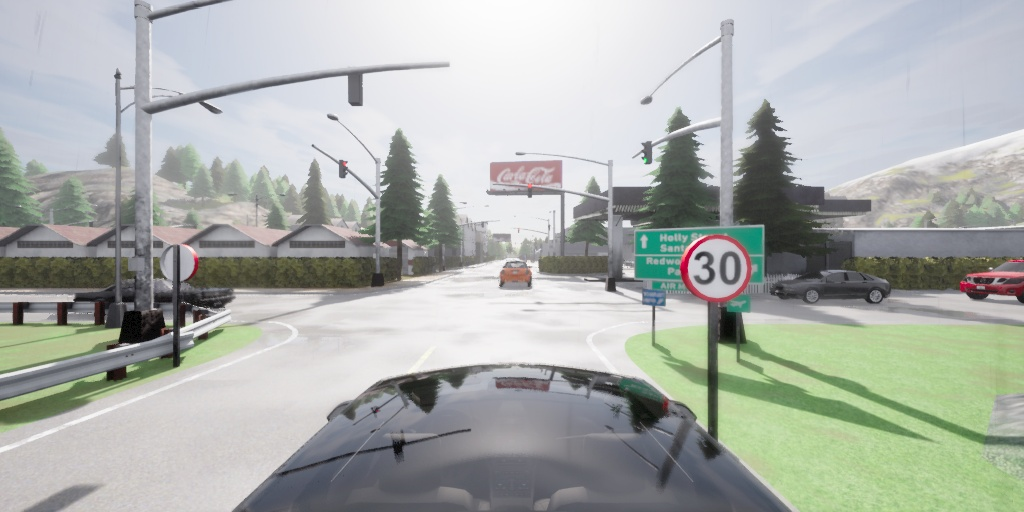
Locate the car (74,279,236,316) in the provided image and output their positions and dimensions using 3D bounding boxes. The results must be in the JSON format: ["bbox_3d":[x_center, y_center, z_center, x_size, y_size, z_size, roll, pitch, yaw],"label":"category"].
[{"bbox_3d":[-13.655,1.542,13.956,4.718,1.301,1.895,0,0,1],"label":"car"}]

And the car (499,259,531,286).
[{"bbox_3d":[0.289,1.098,25.260,2.097,1.767,4.553,0,0,2],"label":"car"}]

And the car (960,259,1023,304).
[{"bbox_3d":[25.177,1.163,17.127,5.566,2.045,2.150,0,0,0],"label":"car"}]

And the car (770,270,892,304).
[{"bbox_3d":[15.207,1.446,17.262,4.892,1.490,1.837,0,0,1],"label":"car"}]
